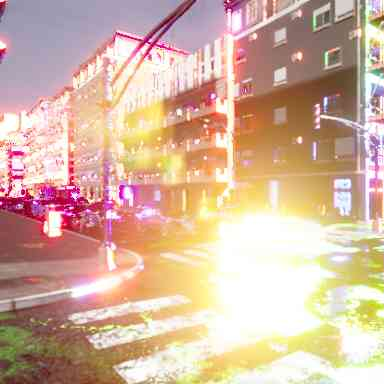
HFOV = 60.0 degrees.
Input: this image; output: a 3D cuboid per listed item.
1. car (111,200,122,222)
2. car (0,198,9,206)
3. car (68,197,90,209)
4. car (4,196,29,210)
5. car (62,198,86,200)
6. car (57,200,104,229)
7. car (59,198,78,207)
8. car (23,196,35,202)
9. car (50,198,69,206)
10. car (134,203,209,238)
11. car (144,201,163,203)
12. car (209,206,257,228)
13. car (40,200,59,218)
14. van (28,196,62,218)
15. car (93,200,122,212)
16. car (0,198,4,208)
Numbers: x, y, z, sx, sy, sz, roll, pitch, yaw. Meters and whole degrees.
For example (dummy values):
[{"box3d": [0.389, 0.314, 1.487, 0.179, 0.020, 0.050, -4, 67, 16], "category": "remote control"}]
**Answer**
[{"box3d": [-7.343, 1.671, 26.948, 1.812, 1.442, 4.674, 0, 0, -36], "category": "car"}, {"box3d": [-33.597, 1.745, 58.610, 1.887, 1.381, 4.507, 0, 0, -36], "category": "car"}, {"box3d": [-17.051, 1.587, 50.119, 1.967, 1.590, 4.097, 0, 0, -36], "category": "car"}, {"box3d": [-23.826, 1.620, 45.187, 1.967, 1.590, 4.097, 0, 0, -36], "category": "car"}, {"box3d": [-13.287, 1.507, 35.130, 2.097, 1.767, 4.553, 0, 0, -36], "category": "car"}, {"box3d": [-7.539, 1.592, 22.818, 1.967, 1.590, 4.097, 0, 0, -36], "category": "car"}, {"box3d": [-20.307, 1.720, 54.593, 1.947, 1.339, 4.313, 0, 0, -36], "category": "car"}, {"box3d": [-39.852, 1.747, 81.439, 1.887, 1.381, 4.507, -1, 0, -36], "category": "car"}, {"box3d": [-23.565, 1.712, 59.068, 2.008, 1.369, 4.403, 0, 0, -36], "category": "car"}, {"box3d": [-1.533, 1.629, 18.973, 2.128, 1.511, 4.902, 0, 0, -36], "category": "car"}, {"box3d": [-4.021, 1.565, 32.223, 1.967, 1.590, 4.097, 0, 0, -36], "category": "car"}, {"box3d": [2.394, 1.641, 23.413, 1.752, 1.417, 4.829, 0, 0, -36], "category": "car"}, {"box3d": [-10.695, 1.682, 27.154, 1.752, 1.417, 4.829, 0, 0, -36], "category": "car"}, {"box3d": [-14.054, 1.503, 31.765, 1.690, 1.788, 3.998, 0, 0, -36], "category": "van"}, {"box3d": [-10.535, 1.686, 41.171, 2.008, 1.369, 4.403, 0, 0, -36], "category": "car"}, {"box3d": [-27.082, 1.752, 49.662, 1.947, 1.339, 4.313, 0, 0, -36], "category": "car"}]
